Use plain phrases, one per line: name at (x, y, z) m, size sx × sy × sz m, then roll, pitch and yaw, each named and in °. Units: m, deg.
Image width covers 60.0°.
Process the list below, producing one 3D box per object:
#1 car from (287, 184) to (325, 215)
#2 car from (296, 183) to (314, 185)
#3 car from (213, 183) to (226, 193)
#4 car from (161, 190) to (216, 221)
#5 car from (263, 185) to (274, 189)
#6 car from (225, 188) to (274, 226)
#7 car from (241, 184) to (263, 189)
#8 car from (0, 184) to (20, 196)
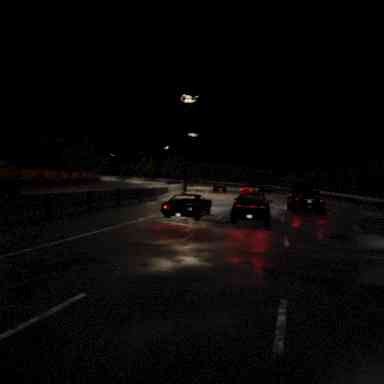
car at (8.163, 0.569, 24.036) m, size 2.097 × 1.767 × 4.553 m, roll 3°, pitch 3°, yaw 10°
car at (14.516, -0.191, 43.604) m, size 2.150 × 2.045 × 5.566 m, roll 3°, pitch 3°, yaw 3°
car at (4.353, -0.664, 52.285) m, size 1.812 × 1.442 × 4.674 m, roll 3°, pitch 3°, yaw 1°
car at (-0.127, 0.746, 18.538) m, size 1.895 × 1.301 × 4.718 m, roll 3°, pitch 3°, yaw 14°
car at (11.338, -0.416, 51.640) m, size 1.882 × 1.535 × 5.008 m, roll 3°, pitch 3°, yaw 1°
car at (3.202, 0.807, 17.578) m, size 2.128 × 1.511 × 4.902 m, roll 3°, pitch 3°, yaw 13°
car at (7.030, -0.208, 40.456) m, size 2.097 × 1.767 × 4.553 m, roll 2°, pitch 2°, yaw 5°
car at (-11.480, 0.235, 17.769) m, size 2.128 × 1.511 × 4.902 m, roll 3°, pitch 3°, yaw 15°
